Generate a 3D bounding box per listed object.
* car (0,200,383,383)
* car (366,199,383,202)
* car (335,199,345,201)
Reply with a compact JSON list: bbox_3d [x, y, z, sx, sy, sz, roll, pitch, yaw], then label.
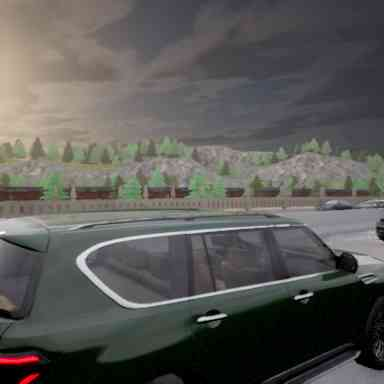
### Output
[{"bbox_3d":[0.403,1.222,4.033,5.566,2.045,2.150,0,0,-35],"label":"car"},{"bbox_3d":[17.862,1.508,32.767,4.892,1.490,1.837,1,-1,-28],"label":"car"},{"bbox_3d":[15.270,1.527,35.323,4.674,1.442,1.812,0,0,-29],"label":"car"}]
